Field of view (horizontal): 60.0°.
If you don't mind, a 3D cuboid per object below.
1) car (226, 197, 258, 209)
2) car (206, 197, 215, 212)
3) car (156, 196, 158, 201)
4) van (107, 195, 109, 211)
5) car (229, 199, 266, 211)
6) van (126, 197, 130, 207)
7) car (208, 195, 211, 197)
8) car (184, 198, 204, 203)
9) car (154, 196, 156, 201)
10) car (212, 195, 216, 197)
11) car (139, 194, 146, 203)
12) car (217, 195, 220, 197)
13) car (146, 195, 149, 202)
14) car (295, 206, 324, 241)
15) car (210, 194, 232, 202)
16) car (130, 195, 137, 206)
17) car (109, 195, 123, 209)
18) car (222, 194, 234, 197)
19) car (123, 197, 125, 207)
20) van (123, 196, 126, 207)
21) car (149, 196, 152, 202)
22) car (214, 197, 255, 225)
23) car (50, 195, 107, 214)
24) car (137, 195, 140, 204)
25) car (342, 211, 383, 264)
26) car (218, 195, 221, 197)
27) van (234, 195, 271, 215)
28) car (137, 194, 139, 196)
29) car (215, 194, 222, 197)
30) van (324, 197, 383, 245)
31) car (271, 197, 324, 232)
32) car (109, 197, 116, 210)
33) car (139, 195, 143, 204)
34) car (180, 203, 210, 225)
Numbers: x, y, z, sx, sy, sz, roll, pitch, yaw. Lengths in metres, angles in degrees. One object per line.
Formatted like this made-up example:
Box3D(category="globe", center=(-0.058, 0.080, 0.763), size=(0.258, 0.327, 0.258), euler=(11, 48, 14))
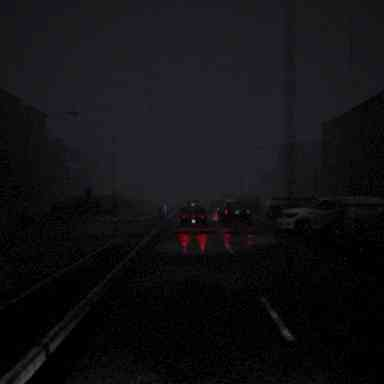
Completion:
Box3D(category="car", center=(7.664, 1.649, 51.493), size=(4.553, 1.767, 2.185), euler=(0, 0, 0))
Box3D(category="car", center=(3.094, 1.750, 42.225), size=(1.837, 1.490, 4.892), euler=(0, 0, 0))
Box3D(category="car", center=(-12.785, 1.673, 90.377), size=(5.566, 2.045, 2.435), euler=(0, -1, 0))
Box3D(category="van", center=(-12.815, 1.488, 40.360), size=(4.442, 1.987, 1.878), euler=(0, 0, 0))
Box3D(category="car", center=(7.605, 1.777, 45.976), size=(4.792, 1.488, 2.163), euler=(0, 0, 0))
Box3D(category="van", center=(-12.996, 1.559, 54.256), size=(4.442, 1.987, 1.878), euler=(0, 0, 0))
Box3D(category="car", center=(7.600, 1.620, 84.581), size=(5.566, 2.045, 2.435), euler=(0, 0, 0))
Box3D(category="car", center=(0.094, 1.596, 41.967), size=(2.097, 1.767, 4.553), euler=(0, 0, 0))
Box3D(category="car", center=(-13.004, 1.886, 87.595), size=(5.366, 1.575, 1.946), euler=(0, -1, 0))
Box3D(category="car", center=(7.602, 1.570, 70.800), size=(5.566, 2.045, 2.435), euler=(0, 0, 0))
Box3D(category="car", center=(-12.854, 1.815, 70.933), size=(4.892, 1.521, 2.231), euler=(0, 0, 0))
Box3D(category="car", center=(7.817, 1.806, 62.526), size=(5.366, 1.575, 1.946), euler=(0, 0, 0))
Box3D(category="car", center=(-12.848, 1.816, 73.836), size=(5.008, 1.535, 2.097), euler=(0, 0, 0))
Box3D(category="car", center=(7.641, 1.551, 15.642), size=(4.674, 1.452, 2.002), euler=(0, 0, 0))
Box3D(category="car", center=(7.600, 1.645, 87.334), size=(5.566, 2.045, 2.435), euler=(0, -1, 0))
Box3D(category="car", center=(-12.842, 1.542, 57.155), size=(5.566, 2.045, 2.435), euler=(0, 0, 0))
Box3D(category="car", center=(-12.936, 1.496, 45.920), size=(5.566, 2.045, 2.435), euler=(0, 0, 0))
Box3D(category="car", center=(7.605, 1.510, 48.735), size=(5.566, 2.045, 2.435), euler=(0, 0, 0))
Box3D(category="car", center=(-12.889, 1.764, 48.819), size=(4.892, 1.521, 2.231), euler=(0, 0, 0))
Box3D(category="van", center=(-13.005, 1.549, 51.603), size=(4.442, 1.987, 1.878), euler=(0, 0, 0))
Box3D(category="car", center=(-13.018, 1.824, 79.393), size=(5.366, 1.575, 1.946), euler=(0, 0, 0))
Box3D(category="car", center=(3.110, 1.456, 25.038), size=(2.097, 1.767, 4.553), euler=(0, -1, 0))
Box3D(category="car", center=(-12.974, 1.442, 37.584), size=(5.566, 2.045, 2.435), euler=(0, 0, 0))
Box3D(category="car", center=(-12.682, 1.798, 59.938), size=(5.366, 1.575, 1.946), euler=(0, 0, 0))
Box3D(category="car", center=(7.645, 1.486, 10.131), size=(5.008, 1.535, 2.097), euler=(0, 0, 0))
Box3D(category="car", center=(7.817, 1.800, 59.766), size=(5.366, 1.575, 1.946), euler=(0, 0, 0))
Box3D(category="van", center=(7.751, 1.488, 40.459), size=(4.442, 1.987, 1.878), euler=(0, 0, 0))
Box3D(category="car", center=(-12.894, 1.680, 62.595), size=(4.553, 1.767, 2.185), euler=(0, 0, 0))
Box3D(category="car", center=(7.600, 1.692, 68.042), size=(4.553, 1.767, 2.185), euler=(0, 0, 0))
Box3D(category="van", center=(7.754, 1.270, 12.766), size=(4.442, 1.987, 1.878), euler=(0, 0, 0))
Box3D(category="car", center=(7.609, 1.277, 18.403), size=(5.566, 2.045, 2.435), euler=(0, -1, 0))
Box3D(category="car", center=(-12.891, 1.762, 43.265), size=(4.792, 1.488, 2.163), euler=(0, 0, 0))
Box3D(category="car", center=(-12.852, 1.809, 65.373), size=(5.008, 1.535, 2.097), euler=(0, 0, 0))
Box3D(category="car", center=(0.100, 1.703, 24.671), size=(1.895, 1.301, 4.718), euler=(0, 0, 0))
